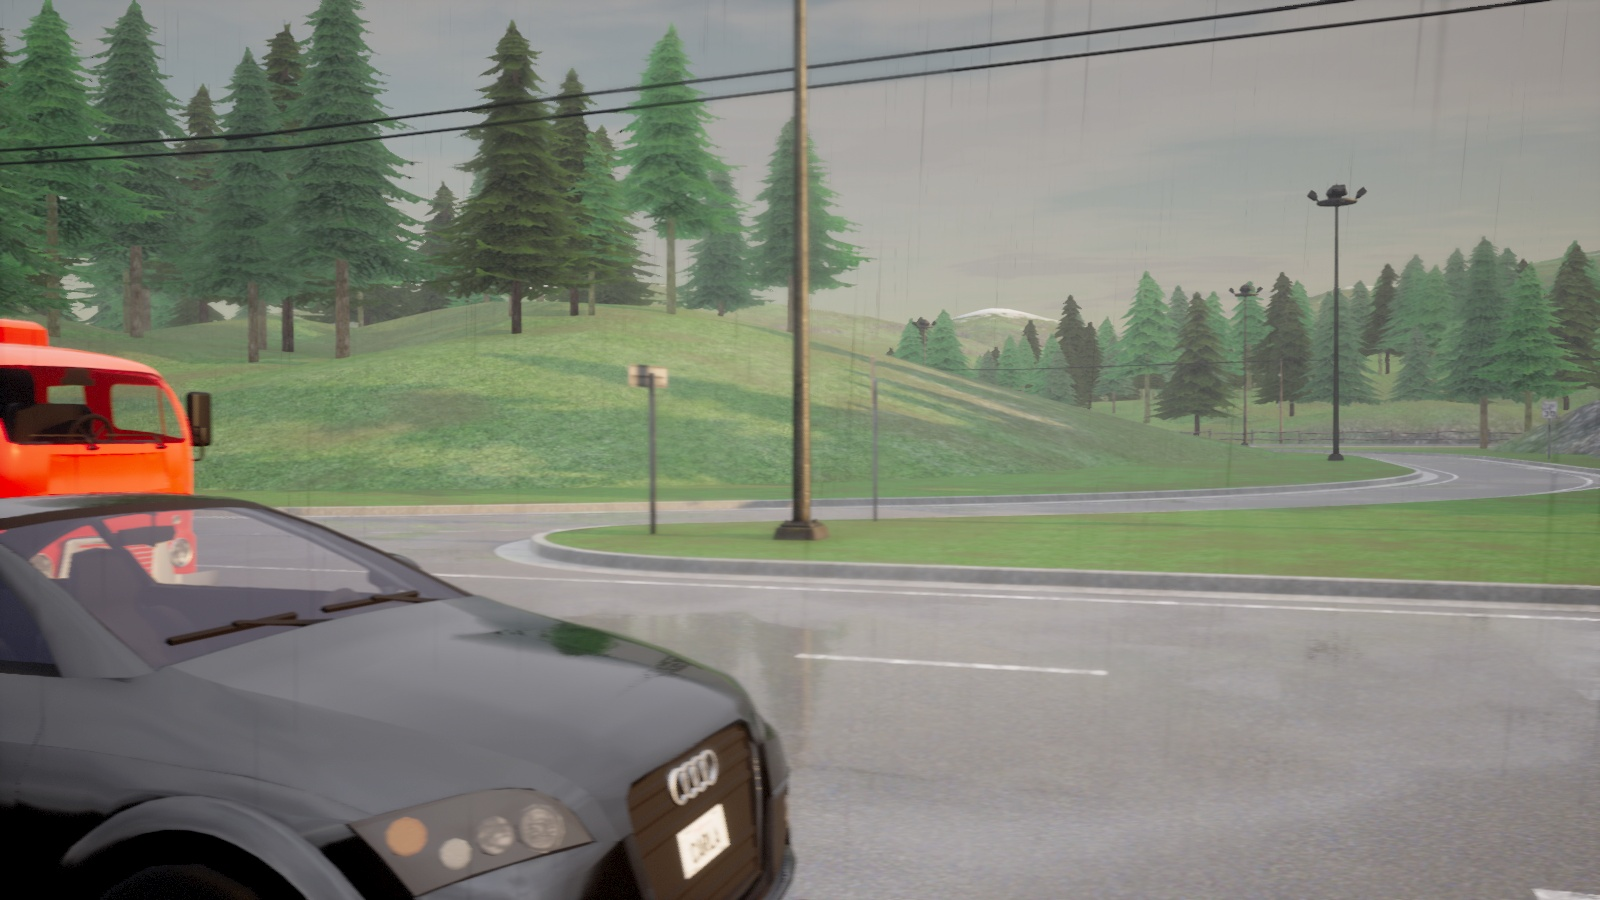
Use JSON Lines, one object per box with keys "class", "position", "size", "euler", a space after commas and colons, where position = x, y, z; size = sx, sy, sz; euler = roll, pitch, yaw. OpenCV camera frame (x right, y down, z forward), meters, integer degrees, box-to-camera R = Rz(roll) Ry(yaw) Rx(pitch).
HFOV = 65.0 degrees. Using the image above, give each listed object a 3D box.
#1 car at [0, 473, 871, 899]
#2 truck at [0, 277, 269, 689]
{"class": "car", "position": [-2.067, 0.820, 3.890], "size": [4.181, 1.385, 1.994], "euler": [1, 1, 19]}
{"class": "truck", "position": [-6.961, 0.166, 9.220], "size": [5.204, 2.467, 2.627], "euler": [1, 1, 19]}
